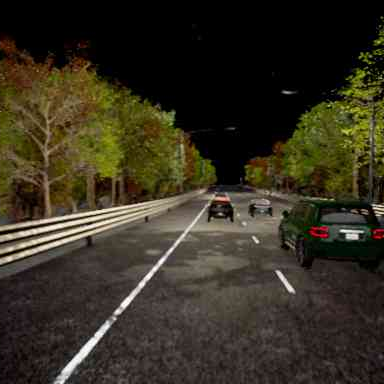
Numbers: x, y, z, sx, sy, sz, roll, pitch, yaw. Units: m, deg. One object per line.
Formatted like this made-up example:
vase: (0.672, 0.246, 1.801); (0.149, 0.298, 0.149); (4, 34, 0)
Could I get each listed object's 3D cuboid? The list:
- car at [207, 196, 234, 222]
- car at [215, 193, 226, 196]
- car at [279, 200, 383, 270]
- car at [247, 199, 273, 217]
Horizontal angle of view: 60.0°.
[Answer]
car: (2.222, 1.367, 25.816); (1.882, 1.535, 5.008); (1, 1, 5)
car: (3.755, 0.967, 43.417); (2.097, 1.767, 4.553); (1, 1, 5)
car: (4.505, 1.276, 11.553); (2.150, 2.045, 5.566); (1, 0, 5)
car: (6.126, 1.392, 30.295); (2.128, 1.511, 4.902); (1, 1, 5)
